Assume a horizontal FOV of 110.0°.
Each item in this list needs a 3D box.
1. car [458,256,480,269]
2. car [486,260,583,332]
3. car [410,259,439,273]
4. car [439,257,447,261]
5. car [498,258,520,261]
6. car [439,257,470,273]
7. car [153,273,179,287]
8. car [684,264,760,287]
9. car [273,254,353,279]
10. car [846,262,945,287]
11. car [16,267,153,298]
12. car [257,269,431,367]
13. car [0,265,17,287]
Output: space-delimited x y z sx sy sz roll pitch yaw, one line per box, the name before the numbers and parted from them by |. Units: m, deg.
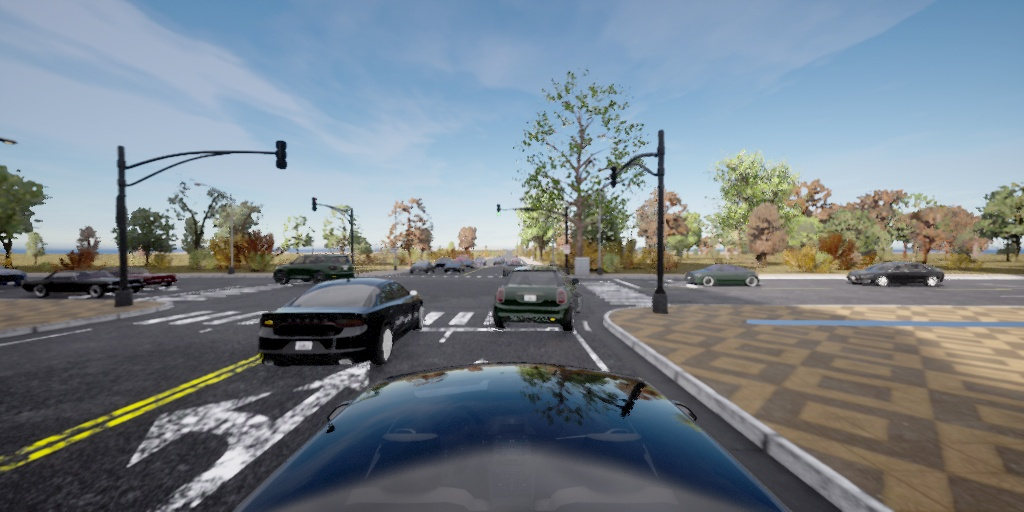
car | -6.310 1.162 51.440 2.033 1.411 5.357 0 0 1
car | 0.960 1.093 11.116 2.097 1.767 4.553 0 0 14
car | -9.783 1.177 39.545 1.812 1.442 4.674 0 0 1
car | -9.583 0.973 50.323 2.097 1.767 4.553 0 0 1
car | 0.077 1.153 33.469 2.128 1.511 4.902 0 0 1
car | -6.499 1.194 41.286 2.033 1.411 5.357 0 0 1
car | -23.346 1.351 21.858 4.718 1.301 1.895 0 1 3
car | 13.434 1.220 23.095 4.181 1.385 1.994 0 1 3
car | -13.512 0.909 24.476 5.566 2.045 2.150 0 0 19
car | 24.028 1.147 22.593 4.892 1.490 1.837 -1 1 3
car | -21.941 1.406 18.543 4.718 1.301 1.895 0 1 3
car | -3.282 1.213 7.948 1.882 1.535 5.008 0 0 -2
car | -33.239 1.110 22.289 4.553 1.767 2.097 0 1 3
